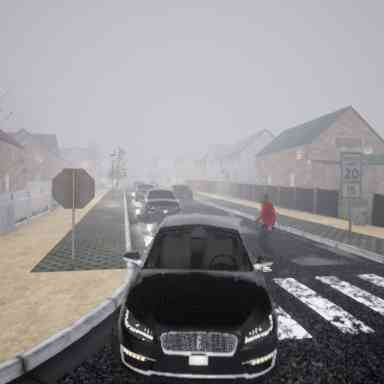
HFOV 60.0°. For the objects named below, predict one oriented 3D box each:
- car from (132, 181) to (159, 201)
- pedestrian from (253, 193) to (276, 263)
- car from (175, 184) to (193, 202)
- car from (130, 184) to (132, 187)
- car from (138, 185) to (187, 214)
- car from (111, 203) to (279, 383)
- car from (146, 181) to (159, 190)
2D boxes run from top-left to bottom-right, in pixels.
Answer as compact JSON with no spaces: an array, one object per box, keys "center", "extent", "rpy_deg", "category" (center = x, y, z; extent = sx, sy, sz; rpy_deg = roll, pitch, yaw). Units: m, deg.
[{"center":[-4.300,-0.002,30.635],"extent":[1.837,1.490,4.892],"rpy_deg":[0,2,-12],"category":"car"},{"center":[1.881,0.890,8.507],"extent":[0.375,1.860,0.375],"rpy_deg":[3,-1,-12],"category":"pedestrian"},{"center":[-1.215,0.037,30.234],"extent":[1.882,1.535,5.008],"rpy_deg":[0,3,-12],"category":"car"},{"center":[-7.455,-0.758,46.271],"extent":[1.837,1.490,4.892],"rpy_deg":[0,2,-11],"category":"car"},{"center":[-1.752,0.599,18.292],"extent":[1.837,1.490,4.892],"rpy_deg":[0,2,-12],"category":"car"},{"center":[0.096,1.228,5.594],"extent":[1.837,1.490,4.892],"rpy_deg":[2,3,0],"category":"car"},{"center":[-6.743,-1.212,56.926],"extent":[1.812,1.442,4.674],"rpy_deg":[0,2,-12],"category":"car"}]
